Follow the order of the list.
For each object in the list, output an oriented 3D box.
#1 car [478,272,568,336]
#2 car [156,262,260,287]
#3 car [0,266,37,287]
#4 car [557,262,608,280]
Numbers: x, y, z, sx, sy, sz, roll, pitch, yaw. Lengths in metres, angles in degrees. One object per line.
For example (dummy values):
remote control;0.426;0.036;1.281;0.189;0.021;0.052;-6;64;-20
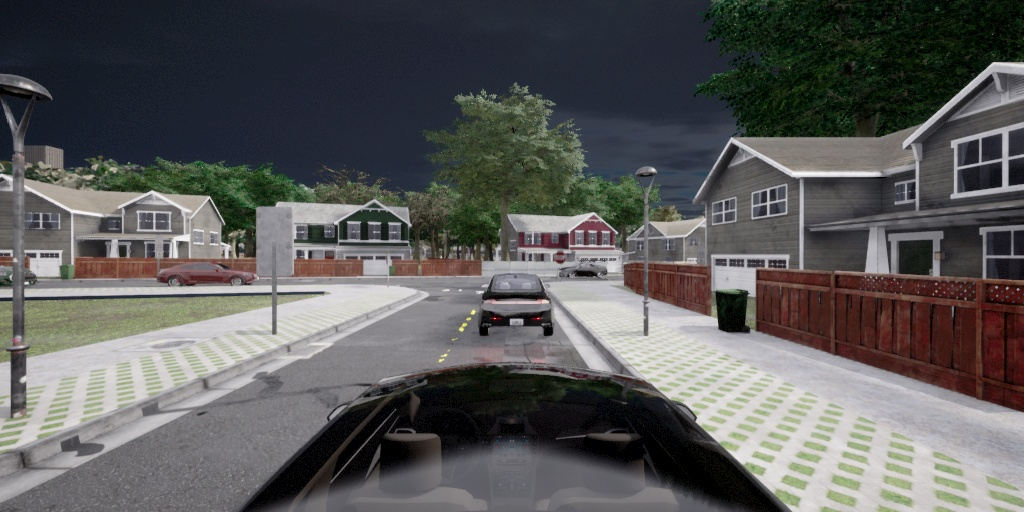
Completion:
car;0.104;1.240;10.314;2.128;1.511;4.902;0;0;0
car;-17.563;1.071;20.932;4.674;1.442;1.812;1;0;-20
car;-26.897;0.776;17.532;4.553;1.767;2.097;1;0;-20
car;6.400;1.329;32.773;4.902;1.511;2.128;1;0;-20
